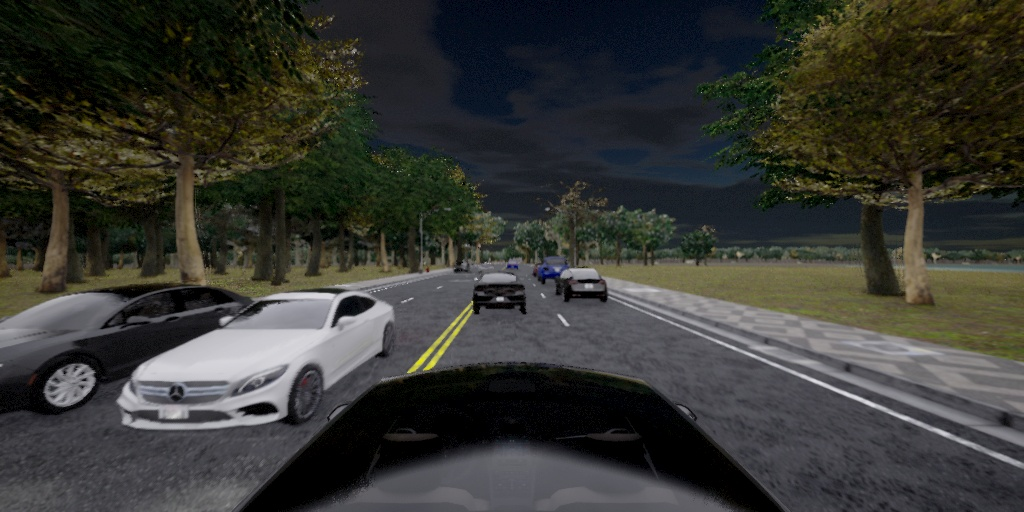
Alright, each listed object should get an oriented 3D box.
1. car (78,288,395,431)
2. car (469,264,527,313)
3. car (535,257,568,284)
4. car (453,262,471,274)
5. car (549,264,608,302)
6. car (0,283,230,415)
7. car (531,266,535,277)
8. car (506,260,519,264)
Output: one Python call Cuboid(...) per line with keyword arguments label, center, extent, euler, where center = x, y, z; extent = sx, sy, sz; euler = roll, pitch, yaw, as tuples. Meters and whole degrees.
Cuboid(label="car", center=(-3.349, 1.295, 5.876), extent=(1.812, 1.442, 4.674), euler=(0, 0, 0))
Cuboid(label="car", center=(-0.506, 1.288, 14.407), extent=(1.882, 1.535, 5.008), euler=(0, 0, -3))
Cuboid(label="car", center=(3.260, 1.106, 28.487), extent=(2.150, 2.045, 5.566), euler=(0, 0, 0))
Cuboid(label="car", center=(-6.568, 1.523, 47.565), extent=(1.837, 1.490, 4.892), euler=(0, -1, 0))
Cuboid(label="car", center=(3.256, 1.330, 17.485), extent=(2.163, 1.488, 4.792), euler=(0, 0, 0))
Cuboid(label="car", center=(-6.598, 1.276, 6.108), extent=(1.837, 1.490, 4.892), euler=(0, 0, 0))
Cuboid(label="car", center=(3.264, 1.481, 39.457), extent=(1.812, 1.442, 4.674), euler=(0, 0, 0))
Cuboid(label="car", center=(0.107, 1.606, 60.148), extent=(1.882, 1.535, 5.008), euler=(0, 0, 0))
